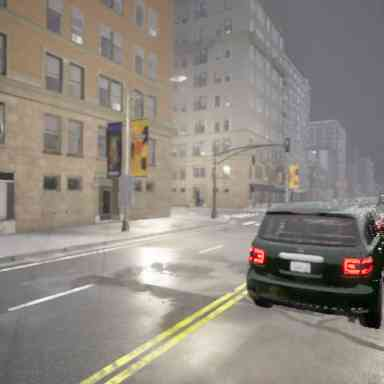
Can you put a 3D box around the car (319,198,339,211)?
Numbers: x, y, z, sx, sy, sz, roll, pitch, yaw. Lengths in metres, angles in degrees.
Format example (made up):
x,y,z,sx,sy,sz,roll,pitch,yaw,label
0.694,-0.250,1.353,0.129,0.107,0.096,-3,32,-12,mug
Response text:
x,y,z,sx,sy,sz,roll,pitch,yaw,label
20.306,1.731,49.241,2.097,1.767,4.553,0,0,31,car

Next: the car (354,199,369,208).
x,y,z,sx,sy,sz,roll,pitch,yaw,label
30.878,2.035,60.432,2.128,1.511,4.902,1,0,31,car

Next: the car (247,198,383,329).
x,y,z,sx,sy,sz,roll,pitch,yaw,label
3.068,1.276,7.463,2.150,2.045,5.566,0,0,31,car

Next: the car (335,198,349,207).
x,y,z,sx,sy,sz,roll,pitch,yaw,label
28.135,2.002,62.171,1.837,1.490,4.892,1,0,31,car

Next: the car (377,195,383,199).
x,y,z,sx,sy,sz,roll,pitch,yaw,label
38.728,1.848,67.195,2.150,2.045,5.566,0,0,31,car

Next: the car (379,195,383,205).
x,y,z,sx,sy,sz,roll,pitch,yaw,label
44.083,1.803,76.135,2.150,2.045,5.566,0,0,31,car

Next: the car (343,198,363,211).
x,y,z,sx,sy,sz,roll,pitch,yaw,label
23.105,1.755,47.591,2.097,1.767,4.553,0,0,31,car
